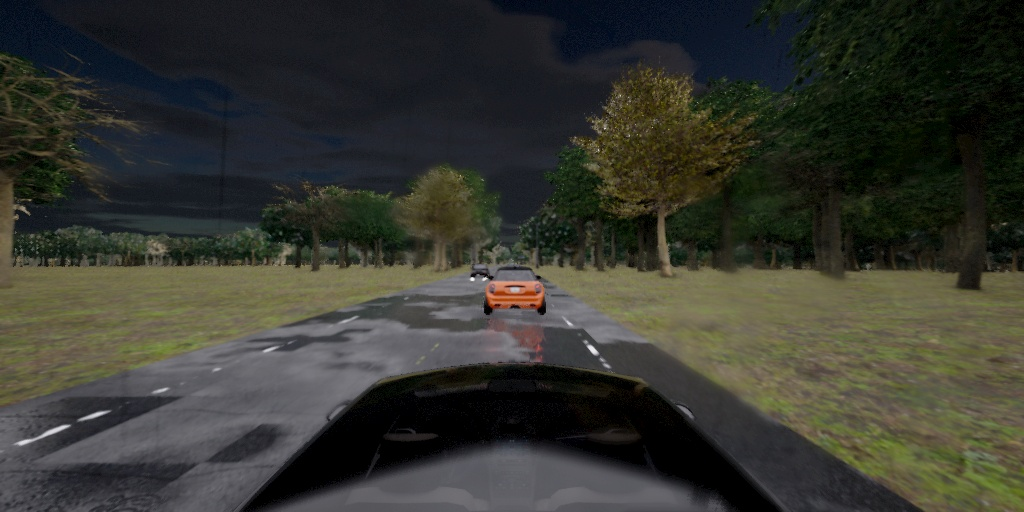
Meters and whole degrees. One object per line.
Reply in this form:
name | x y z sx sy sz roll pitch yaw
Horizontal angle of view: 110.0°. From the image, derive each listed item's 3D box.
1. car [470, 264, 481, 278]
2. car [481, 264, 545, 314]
car | -3.473 1.639 40.026 2.033 1.411 5.357 0 -1 0
car | 0.109 1.185 14.261 2.097 1.767 4.553 0 -1 0
